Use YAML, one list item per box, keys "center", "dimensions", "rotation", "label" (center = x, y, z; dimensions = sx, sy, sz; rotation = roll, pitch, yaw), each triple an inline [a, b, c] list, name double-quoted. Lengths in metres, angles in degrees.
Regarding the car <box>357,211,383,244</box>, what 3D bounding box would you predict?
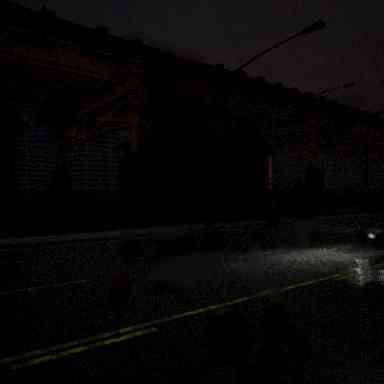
- center: [9.222, 1.491, 14.567]
  dimensions: [4.902, 1.511, 2.128]
  rotation: [0, 0, -32]
  label: "car"
